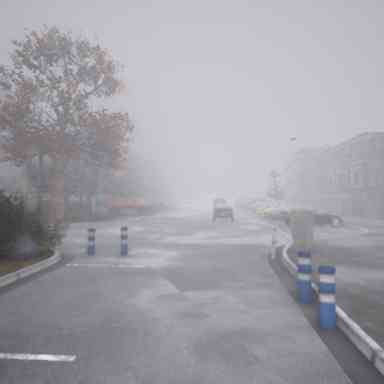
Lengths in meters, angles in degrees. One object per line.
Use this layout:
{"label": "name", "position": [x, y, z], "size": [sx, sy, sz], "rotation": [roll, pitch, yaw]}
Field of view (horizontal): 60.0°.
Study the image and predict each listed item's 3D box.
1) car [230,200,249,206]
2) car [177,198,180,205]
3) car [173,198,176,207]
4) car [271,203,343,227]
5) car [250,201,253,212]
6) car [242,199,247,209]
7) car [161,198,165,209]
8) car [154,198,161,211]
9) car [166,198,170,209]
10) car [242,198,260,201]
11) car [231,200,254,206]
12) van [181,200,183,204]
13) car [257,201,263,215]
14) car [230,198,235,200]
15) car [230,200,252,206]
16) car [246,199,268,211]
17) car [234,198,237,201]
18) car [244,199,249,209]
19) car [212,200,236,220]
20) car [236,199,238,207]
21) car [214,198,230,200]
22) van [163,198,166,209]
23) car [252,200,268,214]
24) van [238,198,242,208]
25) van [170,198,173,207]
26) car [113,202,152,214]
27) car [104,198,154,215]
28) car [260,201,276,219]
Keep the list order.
{"label": "car", "position": [13.167, 3.008, 92.175], "size": [4.792, 1.488, 2.163], "rotation": [1, -1, -16]}
{"label": "car", "position": [-5.745, 2.607, 75.834], "size": [4.674, 1.452, 2.002], "rotation": [0, -1, -16]}
{"label": "car", "position": [-6.294, 2.440, 67.013], "size": [4.674, 1.452, 2.002], "rotation": [0, -1, -16]}
{"label": "car", "position": [8.880, 1.796, 24.844], "size": [4.892, 1.521, 2.231], "rotation": [1, -1, -16]}
{"label": "car", "position": [9.811, 2.063, 39.477], "size": [4.674, 1.452, 2.002], "rotation": [1, -1, -16]}
{"label": "car", "position": [10.371, 2.161, 48.262], "size": [4.892, 1.521, 2.231], "rotation": [1, -1, -16]}
{"label": "car", "position": [-7.256, 2.181, 52.318], "size": [4.792, 1.488, 2.163], "rotation": [0, -1, -16]}
{"label": "car", "position": [-7.386, 1.978, 49.400], "size": [4.553, 1.767, 2.185], "rotation": [0, -1, -16]}
{"label": "car", "position": [-6.848, 2.247, 58.203], "size": [4.892, 1.521, 2.231], "rotation": [0, -1, -16]}
{"label": "car", "position": [10.583, 2.081, 51.196], "size": [4.553, 1.767, 2.185], "rotation": [1, -1, -16]}
{"label": "car", "position": [12.765, 2.797, 83.441], "size": [5.366, 1.575, 1.946], "rotation": [1, -1, -16]}
{"label": "van", "position": [-5.259, 2.458, 81.749], "size": [4.442, 1.987, 1.878], "rotation": [0, -2, -16]}
{"label": "car", "position": [9.440, 1.972, 33.621], "size": [4.674, 1.452, 2.002], "rotation": [1, -1, -16]}
{"label": "car", "position": [11.877, 2.313, 71.695], "size": [5.566, 2.045, 2.435], "rotation": [1, -1, -16]}
{"label": "car", "position": [13.136, 2.918, 89.289], "size": [5.366, 1.575, 1.946], "rotation": [1, -1, -16]}
{"label": "car", "position": [10.004, 2.069, 42.401], "size": [4.892, 1.521, 2.231], "rotation": [1, -1, -16]}
{"label": "car", "position": [11.448, 2.327, 65.822], "size": [4.553, 1.767, 2.185], "rotation": [1, -1, -16]}
{"label": "car", "position": [10.151, 2.143, 45.323], "size": [4.792, 1.488, 2.163], "rotation": [1, -1, -16]}
{"label": "car", "position": [2.979, 1.876, 32.229], "size": [1.882, 1.535, 5.008], "rotation": [0, -1, 4]}
{"label": "car", "position": [11.099, 2.351, 59.972], "size": [5.008, 1.535, 2.097], "rotation": [1, -1, -16]}
{"label": "car", "position": [4.195, 1.909, 50.774], "size": [2.150, 2.045, 5.566], "rotation": [0, -1, 4]}
{"label": "van", "position": [-7.152, 1.973, 55.231], "size": [4.442, 1.987, 1.878], "rotation": [0, -1, -16]}
{"label": "car", "position": [9.799, 1.978, 36.608], "size": [5.366, 1.575, 1.946], "rotation": [1, -1, -16]}
{"label": "van", "position": [10.814, 2.073, 57.010], "size": [4.442, 1.987, 1.878], "rotation": [1, -1, -16]}
{"label": "van", "position": [-6.597, 2.123, 64.048], "size": [4.442, 1.987, 1.878], "rotation": [0, -1, -16]}
{"label": "car", "position": [-7.812, 2.042, 43.501], "size": [4.792, 1.488, 2.163], "rotation": [0, -1, -16]}
{"label": "car", "position": [-7.948, 1.716, 40.591], "size": [5.566, 2.045, 2.435], "rotation": [0, -1, -16]}
{"label": "car", "position": [9.260, 1.887, 30.694], "size": [4.892, 1.521, 2.231], "rotation": [1, -1, -16]}
